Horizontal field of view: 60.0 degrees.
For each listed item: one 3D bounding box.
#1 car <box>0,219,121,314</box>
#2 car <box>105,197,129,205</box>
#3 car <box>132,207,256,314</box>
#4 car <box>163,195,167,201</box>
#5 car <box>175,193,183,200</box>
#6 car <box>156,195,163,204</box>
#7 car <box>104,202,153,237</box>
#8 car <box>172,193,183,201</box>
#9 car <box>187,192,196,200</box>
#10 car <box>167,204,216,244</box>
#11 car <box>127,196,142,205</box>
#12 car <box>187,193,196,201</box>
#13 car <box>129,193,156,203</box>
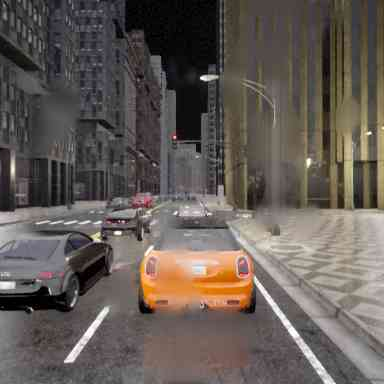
[{"bbox_3d":[-3.165,1.561,7.684,1.994,1.385,4.181,0,0,0],"label":"car"},{"bbox_3d":[-9.899,1.434,43.230,1.837,1.490,4.892,0,1,0],"label":"car"},{"bbox_3d":[0.095,1.349,7.781,2.097,1.767,4.553,0,0,0],"label":"car"},{"bbox_3d":[-6.591,1.355,74.619,2.033,1.411,5.357,0,0,0],"label":"car"},{"bbox_3d":[-3.352,1.118,84.332,1.837,1.490,4.892,0,0,0],"label":"car"},{"bbox_3d":[-6.646,1.401,58.987,1.812,1.442,4.674,0,0,0],"label":"car"},{"bbox_3d":[-3.167,1.492,16.581,1.837,1.490,4.892,0,0,0],"label":"car"},{"bbox_3d":[-3.339,1.168,74.296,2.097,1.767,4.553,0,0,0],"label":"car"},{"bbox_3d":[-0.101,0.973,84.305,2.097,1.767,4.553,0,0,0],"label":"car"},{"bbox_3d":[0.012,1.479,16.788,2.128,1.511,4.902,0,0,1],"label":"car"},{"bbox_3d":[-9.902,1.442,57.683,1.994,1.385,4.181,0,1,0],"label":"car"},{"bbox_3d":[-0.089,1.337,74.331,1.812,1.442,4.674,0,0,0],"label":"car"},{"bbox_3d":[-6.624,1.141,44.793,2.150,2.045,5.566,0,1,2],"label":"car"}]
